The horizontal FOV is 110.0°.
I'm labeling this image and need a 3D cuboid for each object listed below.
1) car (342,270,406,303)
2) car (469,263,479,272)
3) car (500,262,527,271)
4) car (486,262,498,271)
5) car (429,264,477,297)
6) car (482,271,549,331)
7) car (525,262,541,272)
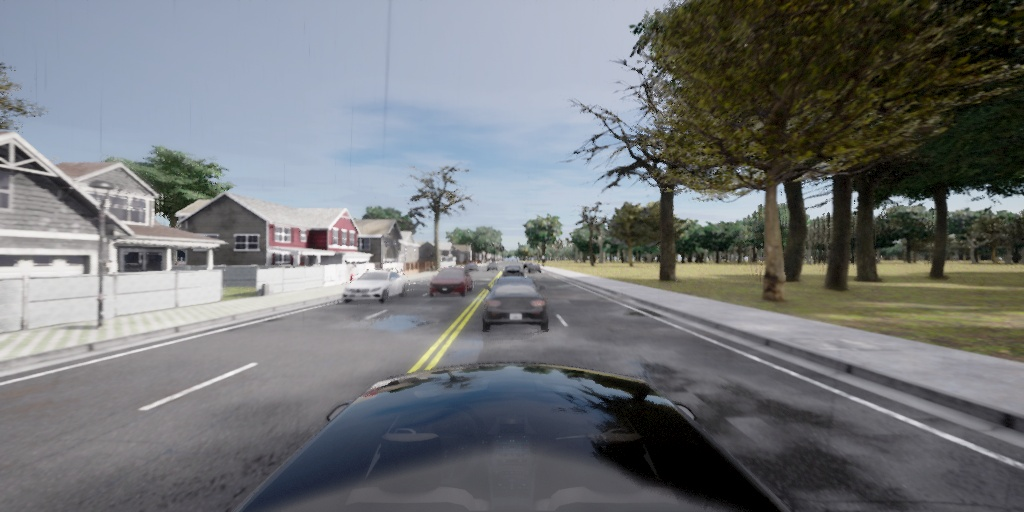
[{"bbox_3d":[-6.606,1.434,17.781,1.812,1.442,4.674,0,-1,0],"label":"car"},{"bbox_3d":[-6.576,1.868,59.523,1.994,1.385,4.181,0,-1,1],"label":"car"},{"bbox_3d":[0.087,1.537,30.594,1.837,1.490,4.892,0,-1,0],"label":"car"},{"bbox_3d":[-3.325,1.825,60.938,1.837,1.490,4.892,0,-1,1],"label":"car"},{"bbox_3d":[-3.358,1.411,20.403,1.882,1.535,5.008,0,-1,0],"label":"car"},{"bbox_3d":[0.096,1.369,11.233,1.812,1.442,4.674,0,-1,0],"label":"car"},{"bbox_3d":[3.327,1.750,54.592,2.128,1.511,4.902,0,-1,0],"label":"car"}]
